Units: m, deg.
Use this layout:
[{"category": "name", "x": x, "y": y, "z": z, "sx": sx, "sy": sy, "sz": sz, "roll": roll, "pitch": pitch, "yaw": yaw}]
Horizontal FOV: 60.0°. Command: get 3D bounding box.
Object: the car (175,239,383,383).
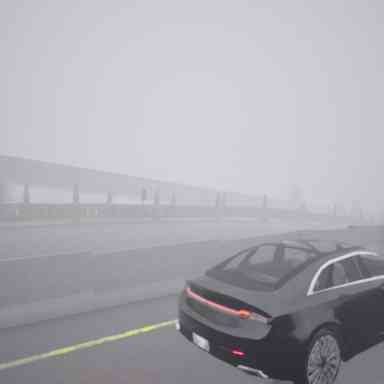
[{"category": "car", "x": 2.076, "y": 1.515, "z": 5.226, "sx": 4.902, "sy": 1.511, "sz": 2.128, "roll": 0, "pitch": 0, "yaw": -35}]
